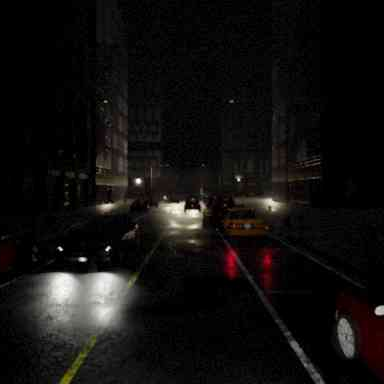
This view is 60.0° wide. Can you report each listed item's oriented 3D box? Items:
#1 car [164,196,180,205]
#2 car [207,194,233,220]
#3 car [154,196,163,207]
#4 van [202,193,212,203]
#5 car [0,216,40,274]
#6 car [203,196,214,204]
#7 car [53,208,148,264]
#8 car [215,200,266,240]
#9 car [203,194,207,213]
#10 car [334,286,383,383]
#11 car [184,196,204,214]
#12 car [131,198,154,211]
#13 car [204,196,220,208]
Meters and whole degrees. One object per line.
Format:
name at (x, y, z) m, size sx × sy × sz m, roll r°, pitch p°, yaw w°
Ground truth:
car at (-2.988, 1.294, 54.038) m, size 1.895 × 1.301 × 4.718 m, roll 0°, pitch 0°, yaw 0°
car at (2.858, 1.261, 31.183) m, size 2.192 × 1.841 × 5.009 m, roll 0°, pitch 0°, yaw 0°
car at (-5.661, 1.491, 48.130) m, size 1.802 × 1.307 × 4.206 m, roll 0°, pitch 0°, yaw 0°
van at (2.867, 1.200, 65.075) m, size 1.690 × 1.788 × 3.998 m, roll 0°, pitch 0°, yaw 0°
car at (-5.671, 1.425, 8.587) m, size 1.967 × 1.590 × 4.097 m, roll 0°, pitch 0°, yaw 0°
car at (2.867, 1.459, 59.427) m, size 1.802 × 1.307 × 4.206 m, roll 0°, pitch 0°, yaw 0°
car at (-3.098, 1.526, 12.078) m, size 2.033 × 1.411 × 5.357 m, roll 0°, pitch 0°, yaw 0°
car at (2.354, 1.427, 16.654) m, size 1.801 × 1.575 × 5.366 m, roll 0°, pitch 0°, yaw 0°
car at (2.861, 1.237, 42.480) m, size 2.192 × 1.841 × 5.009 m, roll 0°, pitch 0°, yaw 0°
car at (2.853, 1.539, 2.940) m, size 1.887 × 1.381 × 4.507 m, roll 0°, pitch 0°, yaw 0°
car at (0.052, 1.495, 38.686) m, size 1.994 × 1.385 × 4.181 m, roll 0°, pitch 0°, yaw 0°
car at (-5.664, 1.480, 36.832) m, size 1.887 × 1.381 × 4.507 m, roll 0°, pitch 0°, yaw 0°
car at (2.863, 1.349, 48.129) m, size 1.967 × 1.590 × 4.097 m, roll 0°, pitch 0°, yaw 0°
